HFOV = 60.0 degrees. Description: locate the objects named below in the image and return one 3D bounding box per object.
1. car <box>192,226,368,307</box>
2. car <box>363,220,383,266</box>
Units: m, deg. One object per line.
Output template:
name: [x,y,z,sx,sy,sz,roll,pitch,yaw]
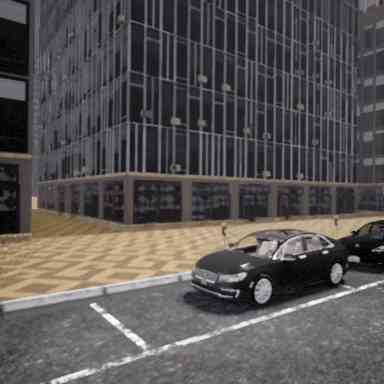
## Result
car: [2.025,1.600,7.993,4.403,1.369,2.008,1,0,-35]
car: [6.663,1.660,11.294,4.313,1.339,1.947,1,0,-35]
